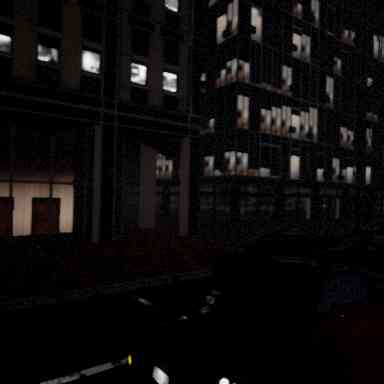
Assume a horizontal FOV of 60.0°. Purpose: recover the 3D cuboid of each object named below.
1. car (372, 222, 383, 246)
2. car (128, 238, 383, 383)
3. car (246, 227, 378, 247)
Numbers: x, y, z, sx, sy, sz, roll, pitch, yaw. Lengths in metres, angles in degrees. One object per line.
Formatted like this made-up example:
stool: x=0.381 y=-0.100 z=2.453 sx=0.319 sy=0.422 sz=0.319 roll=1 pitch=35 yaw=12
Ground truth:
car: x=7.035 y=1.708 z=11.557 sx=4.206 sy=1.307 sz=1.802 roll=1 pitch=1 yaw=-35
car: x=1.326 y=1.599 z=4.323 sx=4.181 sy=1.385 sz=1.994 roll=1 pitch=0 yaw=-35
car: x=2.519 y=1.635 z=8.339 sx=4.313 sy=1.339 sz=1.947 roll=1 pitch=1 yaw=-35
